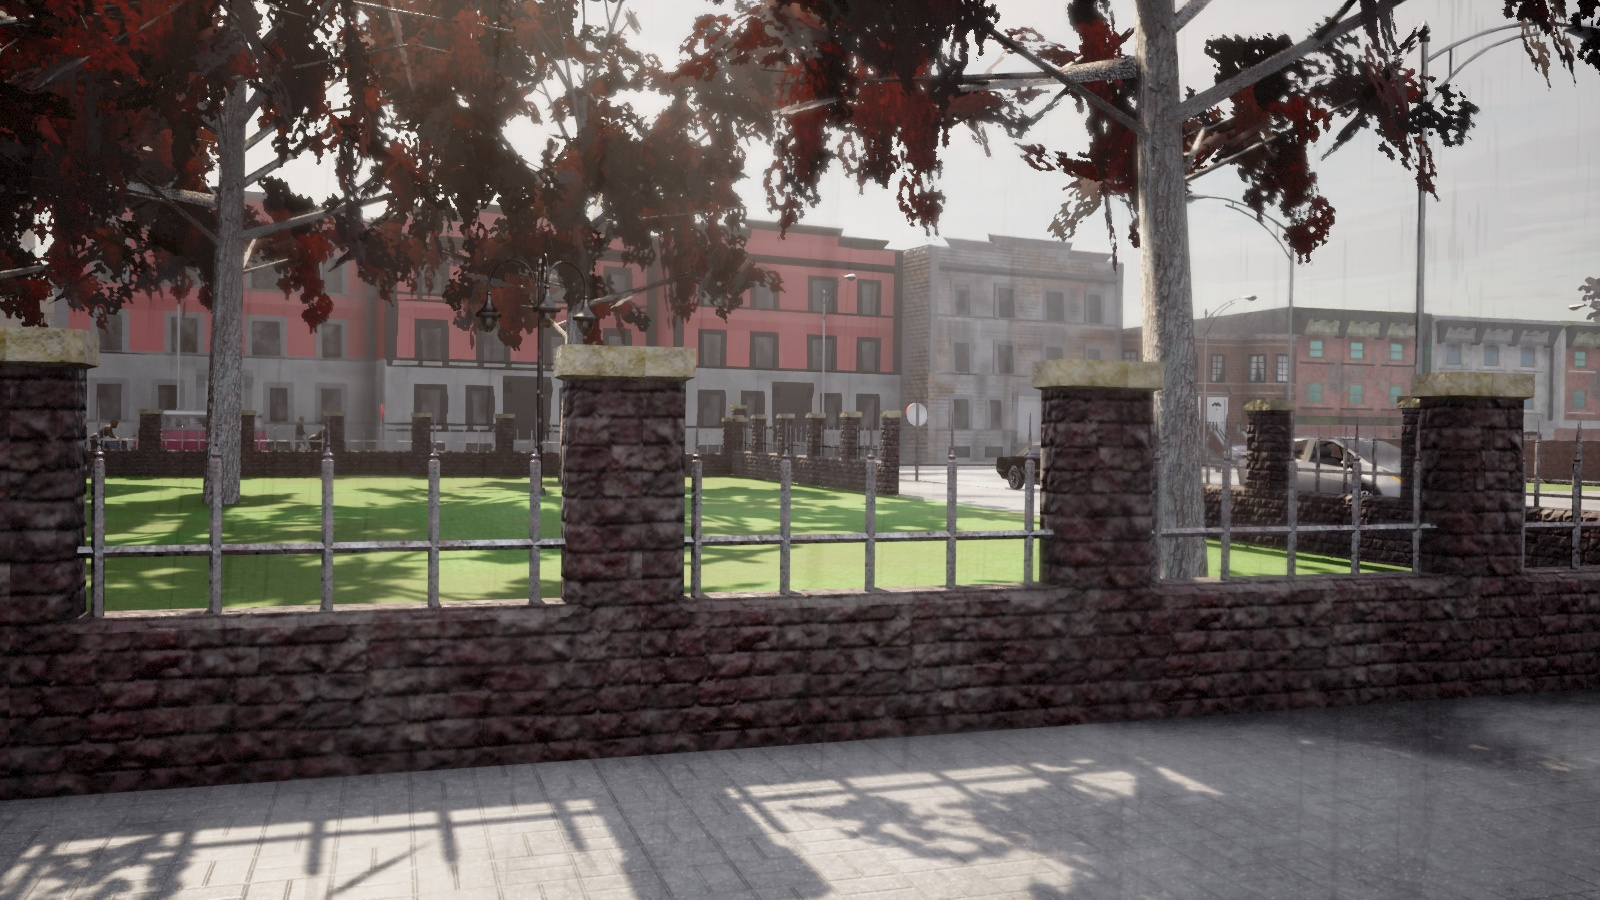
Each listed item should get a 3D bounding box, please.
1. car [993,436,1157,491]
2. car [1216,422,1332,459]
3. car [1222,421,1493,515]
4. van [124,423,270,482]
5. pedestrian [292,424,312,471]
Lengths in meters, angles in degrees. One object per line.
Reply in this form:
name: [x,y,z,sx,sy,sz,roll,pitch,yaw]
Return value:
car: [6.994,0.294,32.525,1.895,1.301,4.718,-1,1,-20]
car: [22.012,-0.459,58.345,4.856,1.649,2.033,-1,1,-18]
car: [10.067,0.260,23.108,2.007,1.525,4.514,-1,1,-20]
van: [-21.194,0.059,44.330,4.442,1.987,1.775,-1,1,-18]
pedestrian: [-19.834,-0.092,50.017,0.720,1.854,0.376,-1,1,-21]
